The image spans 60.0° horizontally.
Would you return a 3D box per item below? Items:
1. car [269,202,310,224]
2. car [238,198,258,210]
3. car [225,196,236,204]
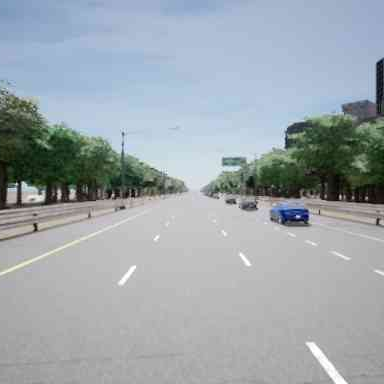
[{"bbox_3d":[7.044,1.502,24.518,1.882,1.535,5.008,0,0,0],"label":"car"},{"bbox_3d":[7.115,1.546,42.398,1.812,1.442,4.674,0,0,0],"label":"car"},{"bbox_3d":[7.237,1.537,62.584,1.812,1.442,4.674,0,0,0],"label":"car"}]
